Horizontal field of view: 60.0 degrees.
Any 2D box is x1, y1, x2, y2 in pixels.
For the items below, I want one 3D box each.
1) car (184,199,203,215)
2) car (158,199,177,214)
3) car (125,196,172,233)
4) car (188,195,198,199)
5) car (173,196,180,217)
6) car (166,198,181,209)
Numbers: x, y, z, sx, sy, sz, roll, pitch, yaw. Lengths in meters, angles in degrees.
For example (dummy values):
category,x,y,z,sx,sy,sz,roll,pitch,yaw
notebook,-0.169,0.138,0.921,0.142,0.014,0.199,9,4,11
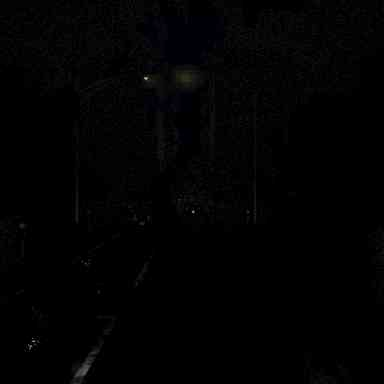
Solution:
category,x,y,z,sx,sy,sz,roll,pitch,yaw
car,0.121,1.645,34.598,1.895,1.301,4.718,0,0,0
car,-2.605,1.574,36.624,1.752,1.417,4.829,0,0,0
car,-2.616,1.331,19.952,2.192,1.841,5.009,0,0,0
car,0.102,1.548,44.538,1.882,1.535,5.008,0,0,0
car,-2.608,1.351,31.180,2.192,1.841,5.009,0,0,0
car,-2.596,1.630,48.022,2.008,1.369,4.403,0,0,0
